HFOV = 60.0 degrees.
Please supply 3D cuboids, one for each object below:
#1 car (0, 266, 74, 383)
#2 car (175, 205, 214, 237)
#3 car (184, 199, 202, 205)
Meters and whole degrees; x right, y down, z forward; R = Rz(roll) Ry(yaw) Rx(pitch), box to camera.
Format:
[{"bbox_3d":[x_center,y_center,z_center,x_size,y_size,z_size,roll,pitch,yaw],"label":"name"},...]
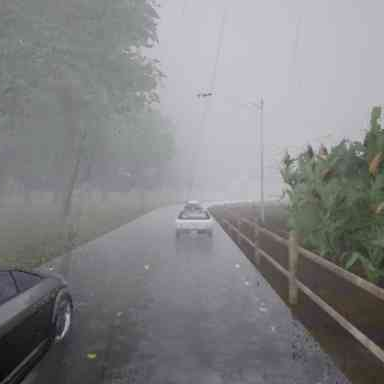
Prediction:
[{"bbox_3d":[-2.850,1.565,3.559,1.994,1.385,4.181,0,0,0],"label":"car"},{"bbox_3d":[0.101,1.608,17.995,1.895,1.301,4.718,0,0,0],"label":"car"},{"bbox_3d":[0.107,1.523,35.777,1.812,1.442,4.674,0,0,0],"label":"car"}]
